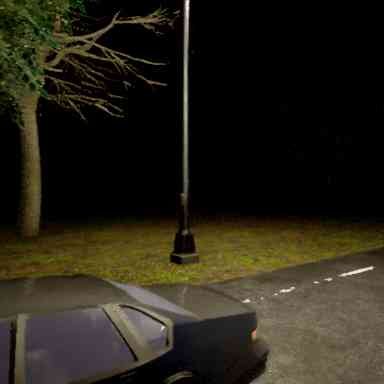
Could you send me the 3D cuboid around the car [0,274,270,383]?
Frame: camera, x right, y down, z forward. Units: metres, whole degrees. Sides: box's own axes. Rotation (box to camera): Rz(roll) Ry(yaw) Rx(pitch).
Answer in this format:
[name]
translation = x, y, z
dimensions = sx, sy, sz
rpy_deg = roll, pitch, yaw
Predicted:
[car]
translation = -1.714, 1.547, 2.772
dimensions = 5.357, 1.411, 2.033
rpy_deg = 0, 0, -35
